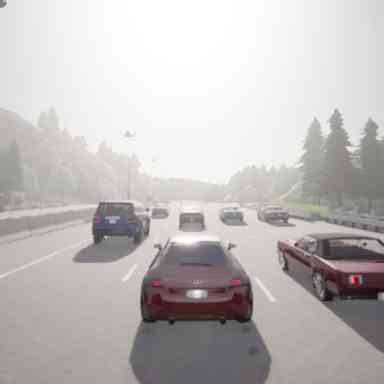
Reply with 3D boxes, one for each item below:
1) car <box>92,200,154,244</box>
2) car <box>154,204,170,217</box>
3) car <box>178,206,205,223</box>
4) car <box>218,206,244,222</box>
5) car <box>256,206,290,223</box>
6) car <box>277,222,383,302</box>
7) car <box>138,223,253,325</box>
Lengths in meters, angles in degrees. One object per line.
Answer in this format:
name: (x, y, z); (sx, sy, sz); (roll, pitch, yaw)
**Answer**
car: (-3.483, 1.421, 17.224); (2.150, 2.045, 5.566); (0, -1, 0)
car: (-3.590, 2.071, 38.432); (2.033, 1.411, 5.357); (0, -1, 0)
car: (-0.024, 1.810, 25.737); (2.128, 1.511, 4.902); (0, -1, 0)
car: (3.456, 1.920, 29.992); (2.033, 1.411, 5.357); (0, -1, 0)
car: (6.957, 1.894, 28.990); (2.033, 1.411, 5.357); (0, -1, 0)
car: (3.566, 1.661, 8.350); (1.895, 1.301, 4.718); (0, -1, 0)
car: (0.072, 1.624, 7.351); (1.994, 1.385, 4.181); (0, -1, 0)
